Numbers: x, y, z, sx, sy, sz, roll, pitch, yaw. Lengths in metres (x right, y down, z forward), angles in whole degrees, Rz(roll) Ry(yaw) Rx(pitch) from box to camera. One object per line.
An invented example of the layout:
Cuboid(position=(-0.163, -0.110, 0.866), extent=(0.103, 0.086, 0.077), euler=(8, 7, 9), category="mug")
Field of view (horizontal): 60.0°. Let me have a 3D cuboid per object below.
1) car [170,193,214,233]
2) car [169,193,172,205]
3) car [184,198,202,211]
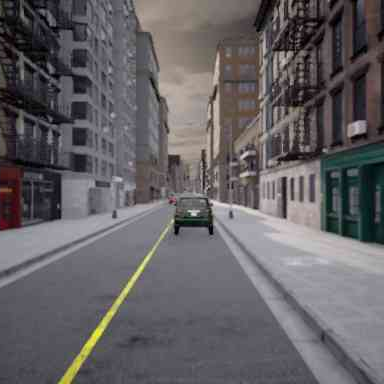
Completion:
Cuboid(position=(0.094, 1.228, 19.623), extent=(2.150, 2.045, 5.566), euler=(0, 0, 0), category="car")
Cuboid(position=(-3.017, 1.208, 60.760), extent=(2.150, 2.045, 5.566), euler=(0, 0, 0), category="car")
Cuboid(position=(0.089, 1.501, 40.964), extent=(2.128, 1.511, 4.902), euler=(0, 0, 0), category="car")
